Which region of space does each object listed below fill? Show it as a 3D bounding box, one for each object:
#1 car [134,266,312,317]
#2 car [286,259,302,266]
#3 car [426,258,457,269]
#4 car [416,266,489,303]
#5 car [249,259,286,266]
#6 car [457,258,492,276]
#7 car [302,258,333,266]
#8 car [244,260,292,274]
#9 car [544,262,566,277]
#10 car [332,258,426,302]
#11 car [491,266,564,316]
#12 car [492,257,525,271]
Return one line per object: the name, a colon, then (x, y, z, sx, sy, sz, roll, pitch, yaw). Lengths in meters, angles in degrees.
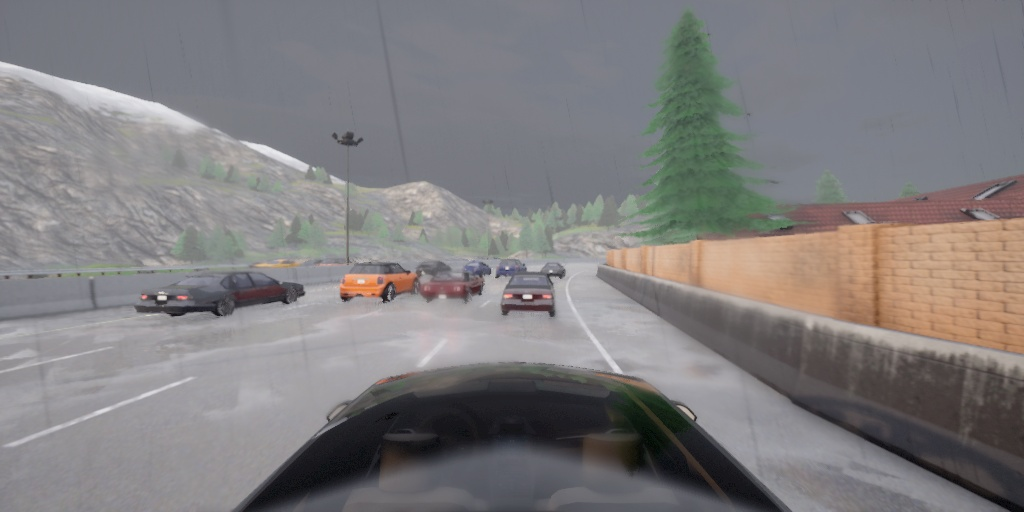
car: (-9.875, 1.250, 12.833, 2.033, 1.411, 5.357, 0, 0, 5)
car: (-20.469, 1.131, 37.258, 1.837, 1.490, 4.892, 0, 0, 13)
car: (-6.973, 1.175, 32.626, 1.837, 1.490, 4.892, 0, 0, 11)
car: (-2.506, 1.315, 16.359, 1.895, 1.301, 4.718, 0, 0, 6)
car: (-24.064, 1.095, 37.175, 1.882, 1.535, 5.008, 0, 0, 13)
car: (-3.247, 1.203, 33.337, 1.812, 1.442, 4.674, 0, 0, 12)
car: (-17.435, 0.991, 34.725, 2.097, 1.767, 4.553, 0, 0, 12)
car: (-27.041, 1.168, 39.888, 1.994, 1.385, 4.181, 0, 0, 13)
car: (3.797, 1.261, 32.689, 1.994, 1.385, 4.181, 0, 0, 13)
car: (-5.943, 1.056, 16.747, 2.097, 1.767, 4.553, 0, 0, 6)
car: (0.688, 1.276, 13.340, 2.033, 1.411, 5.357, 0, 0, 5)
car: (0.038, 1.041, 31.896, 2.097, 1.767, 4.553, 0, 0, 12)
